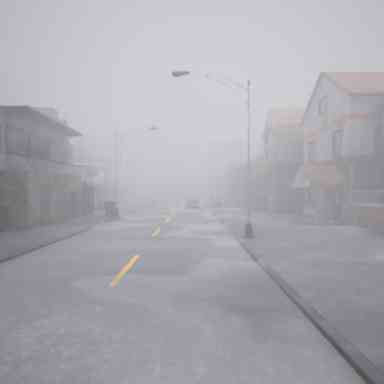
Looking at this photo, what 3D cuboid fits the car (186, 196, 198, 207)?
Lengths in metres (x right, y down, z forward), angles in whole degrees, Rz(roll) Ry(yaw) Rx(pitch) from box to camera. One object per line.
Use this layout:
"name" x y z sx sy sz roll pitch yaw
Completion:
"car" -0.007 1.464 51.285 1.837 1.490 4.892 0 0 0

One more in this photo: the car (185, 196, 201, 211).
"car" 0.099 1.515 40.793 2.033 1.411 5.357 0 0 -1
